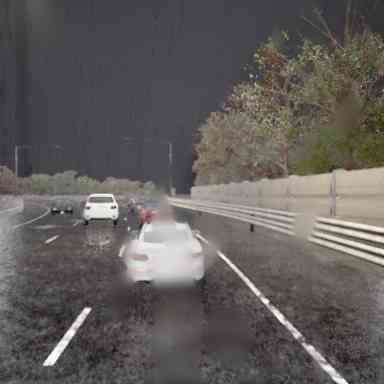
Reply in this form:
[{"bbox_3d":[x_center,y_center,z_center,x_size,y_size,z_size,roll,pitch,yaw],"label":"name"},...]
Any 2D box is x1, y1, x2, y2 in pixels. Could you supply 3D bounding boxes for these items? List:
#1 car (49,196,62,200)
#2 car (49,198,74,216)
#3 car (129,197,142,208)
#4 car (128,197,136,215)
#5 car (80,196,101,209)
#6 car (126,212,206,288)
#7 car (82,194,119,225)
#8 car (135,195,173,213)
[{"bbox_3d":[-20.958,1.385,51.369,2.128,1.511,4.902,0,0,-29],"label":"car"},{"bbox_3d":[-12.351,1.533,32.017,1.895,1.301,4.718,0,0,-18],"label":"car"},{"bbox_3d":[-8.190,1.415,48.321,1.812,1.442,4.674,0,0,-9],"label":"car"},{"bbox_3d":[-5.173,1.416,33.122,2.128,1.511,4.902,0,0,-13],"label":"car"},{"bbox_3d":[-13.864,1.393,45.243,2.128,1.511,4.902,0,0,-24],"label":"car"},{"bbox_3d":[-0.712,1.504,9.141,1.812,1.442,4.674,0,0,-5],"label":"car"},{"bbox_3d":[-6.462,1.168,23.987,2.150,2.045,5.566,0,0,-13],"label":"car"},{"bbox_3d":[-2.357,1.301,21.267,2.097,1.767,4.553,0,0,-10],"label":"car"}]
